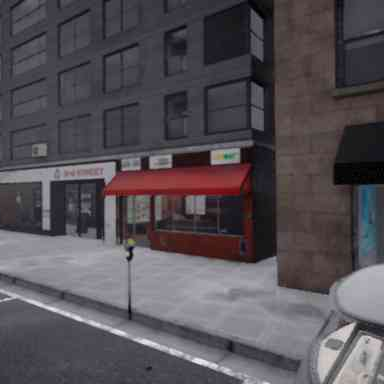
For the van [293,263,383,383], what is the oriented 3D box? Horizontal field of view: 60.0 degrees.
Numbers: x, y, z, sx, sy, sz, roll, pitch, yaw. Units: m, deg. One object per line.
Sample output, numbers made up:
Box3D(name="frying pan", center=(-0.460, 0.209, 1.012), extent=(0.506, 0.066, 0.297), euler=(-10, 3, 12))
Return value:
Box3D(name="van", center=(2.338, 1.340, 1.200), extent=(3.998, 1.788, 1.690), euler=(0, -1, 36))
